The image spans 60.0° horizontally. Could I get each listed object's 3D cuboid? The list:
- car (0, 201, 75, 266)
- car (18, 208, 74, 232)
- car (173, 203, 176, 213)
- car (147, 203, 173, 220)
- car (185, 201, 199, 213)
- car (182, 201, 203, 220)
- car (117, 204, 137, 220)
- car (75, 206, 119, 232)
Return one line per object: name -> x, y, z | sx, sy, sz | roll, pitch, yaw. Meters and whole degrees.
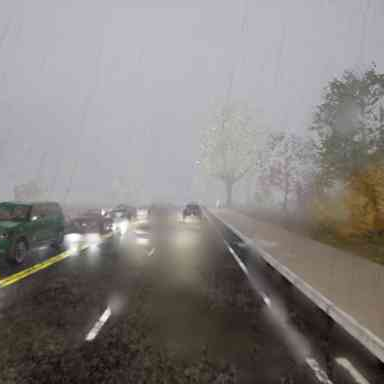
car -> -6.580, 1.379, 12.511 | 2.150, 2.045, 5.566 | 0, -1, 0
car -> -9.817, 1.848, 22.775 | 1.994, 1.385, 4.181 | 0, -1, 1
car -> -3.176, 2.166, 46.038 | 1.895, 1.301, 4.718 | 0, -1, 1
car -> -3.216, 1.888, 32.893 | 1.882, 1.535, 5.008 | 0, -1, 0
car -> 0.080, 2.078, 46.580 | 1.837, 1.490, 4.892 | 0, -1, 1
car -> 0.036, 1.916, 33.034 | 1.837, 1.490, 4.892 | 0, -1, 0
car -> -6.522, 1.892, 32.240 | 2.128, 1.511, 4.902 | 0, -1, 1
car -> -6.573, 1.844, 22.323 | 1.994, 1.385, 4.181 | 0, -1, 0
